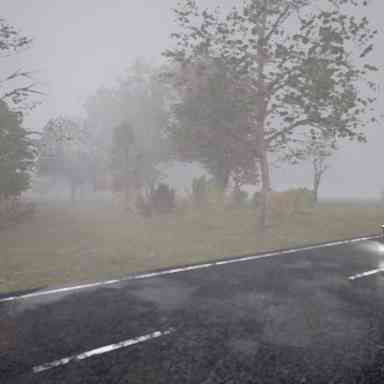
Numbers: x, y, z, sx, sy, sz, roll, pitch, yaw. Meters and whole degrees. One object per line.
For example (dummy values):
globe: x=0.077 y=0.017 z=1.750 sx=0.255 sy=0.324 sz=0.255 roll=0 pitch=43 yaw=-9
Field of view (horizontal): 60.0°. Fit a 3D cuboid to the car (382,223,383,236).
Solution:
car: x=10.505 y=1.375 z=15.117 sx=4.892 sy=1.490 sz=1.837 roll=0 pitch=1 yaw=-35
